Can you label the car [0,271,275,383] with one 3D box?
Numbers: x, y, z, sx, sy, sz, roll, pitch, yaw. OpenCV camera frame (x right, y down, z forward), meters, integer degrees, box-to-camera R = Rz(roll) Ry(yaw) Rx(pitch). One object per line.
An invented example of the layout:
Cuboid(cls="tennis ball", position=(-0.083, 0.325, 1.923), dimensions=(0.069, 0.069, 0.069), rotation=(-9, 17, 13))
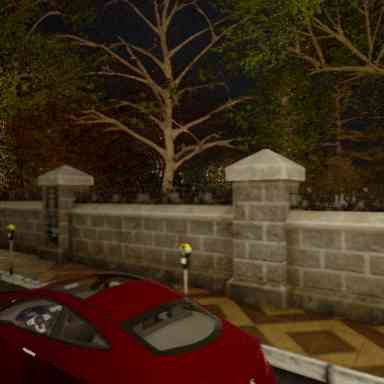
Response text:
Cuboid(cls="car", position=(-1.193, 1.586, 3.736), dimensions=(4.206, 1.307, 1.802), rotation=(0, -1, 36))
